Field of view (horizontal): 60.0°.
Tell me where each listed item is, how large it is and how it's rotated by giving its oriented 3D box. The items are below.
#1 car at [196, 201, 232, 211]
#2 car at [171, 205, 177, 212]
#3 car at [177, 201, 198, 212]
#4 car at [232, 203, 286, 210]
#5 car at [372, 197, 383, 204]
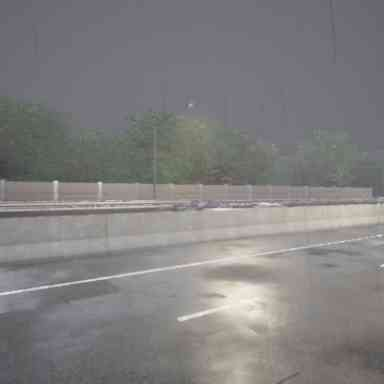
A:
[{"bbox_3d":[2.990,1.631,27.651,4.718,1.301,1.895,0,0,-36],"label":"car"},{"bbox_3d":[-0.091,1.597,34.053,4.181,1.385,1.994,0,0,-36],"label":"car"},{"bbox_3d":[1.314,1.557,30.755,4.674,1.442,1.812,0,0,-36],"label":"car"},{"bbox_3d":[5.547,1.557,25.178,4.674,1.442,1.812,0,0,-36],"label":"car"},{"bbox_3d":[33.233,1.673,57.886,4.674,1.442,1.812,0,0,-35],"label":"car"}]
